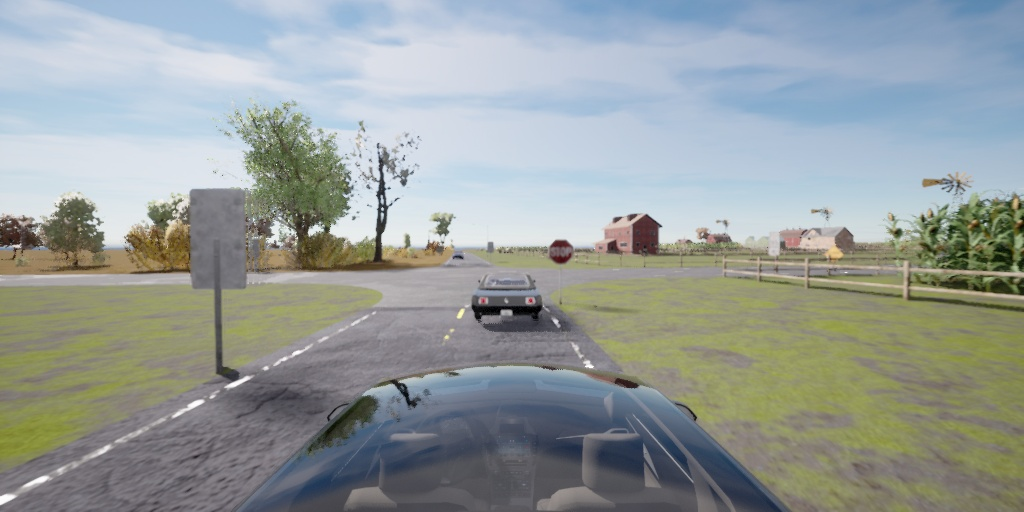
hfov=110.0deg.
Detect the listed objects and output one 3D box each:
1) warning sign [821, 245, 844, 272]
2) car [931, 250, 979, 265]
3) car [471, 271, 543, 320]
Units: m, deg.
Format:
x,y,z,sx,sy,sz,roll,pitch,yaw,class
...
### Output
x,y,z,sx,sy,sz,roll,pitch,yaw,class
22.161,0.178,24.670,1.060,1.860,1.300,0,0,-6,warning sign
41.633,0.187,33.663,4.892,1.490,1.837,0,1,-5,car
-0.151,1.137,11.483,1.895,1.301,4.718,0,1,-1,car
